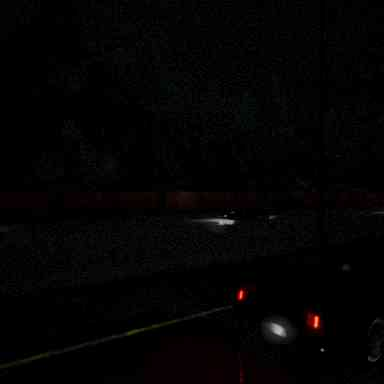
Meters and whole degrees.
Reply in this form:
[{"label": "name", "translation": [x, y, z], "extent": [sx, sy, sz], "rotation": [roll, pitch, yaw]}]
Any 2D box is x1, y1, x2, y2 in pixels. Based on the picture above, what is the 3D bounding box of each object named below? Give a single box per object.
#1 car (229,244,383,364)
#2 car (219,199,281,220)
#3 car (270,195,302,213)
[{"label": "car", "translation": [2.998, 1.618, 5.884], "extent": [4.718, 1.301, 1.895], "rotation": [0, 0, -35]}, {"label": "car", "translation": [4.936, 1.611, 29.006], "extent": [5.357, 1.411, 2.033], "rotation": [0, 0, -35]}, {"label": "car", "translation": [9.870, 1.309, 36.818], "extent": [5.566, 2.045, 2.150], "rotation": [0, 0, -35]}]
